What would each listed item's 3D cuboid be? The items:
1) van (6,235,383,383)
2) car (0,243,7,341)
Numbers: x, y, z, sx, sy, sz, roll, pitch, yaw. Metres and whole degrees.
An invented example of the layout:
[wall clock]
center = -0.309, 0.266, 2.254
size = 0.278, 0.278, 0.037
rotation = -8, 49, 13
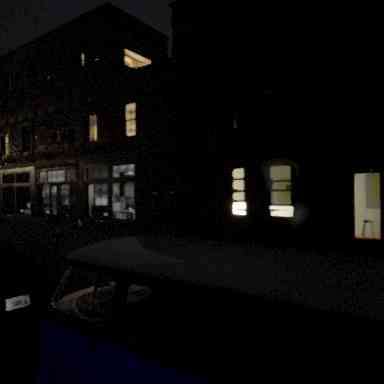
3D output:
[van]
center = 0.435, 1.339, 2.581
size = 3.998, 1.788, 1.690
rotation = 0, -1, 36
[car]
center = -4.081, 1.554, 5.801
size = 4.313, 1.339, 1.947
rotation = 0, -1, 36
